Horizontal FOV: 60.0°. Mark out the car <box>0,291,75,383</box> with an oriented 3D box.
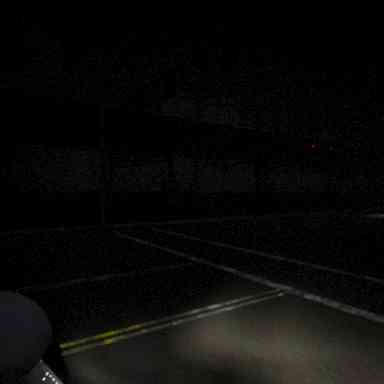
[{"bbox_3d":[-3.391,1.224,1.359,5.566,2.045,2.150,0,0,-35],"label":"car"}]
